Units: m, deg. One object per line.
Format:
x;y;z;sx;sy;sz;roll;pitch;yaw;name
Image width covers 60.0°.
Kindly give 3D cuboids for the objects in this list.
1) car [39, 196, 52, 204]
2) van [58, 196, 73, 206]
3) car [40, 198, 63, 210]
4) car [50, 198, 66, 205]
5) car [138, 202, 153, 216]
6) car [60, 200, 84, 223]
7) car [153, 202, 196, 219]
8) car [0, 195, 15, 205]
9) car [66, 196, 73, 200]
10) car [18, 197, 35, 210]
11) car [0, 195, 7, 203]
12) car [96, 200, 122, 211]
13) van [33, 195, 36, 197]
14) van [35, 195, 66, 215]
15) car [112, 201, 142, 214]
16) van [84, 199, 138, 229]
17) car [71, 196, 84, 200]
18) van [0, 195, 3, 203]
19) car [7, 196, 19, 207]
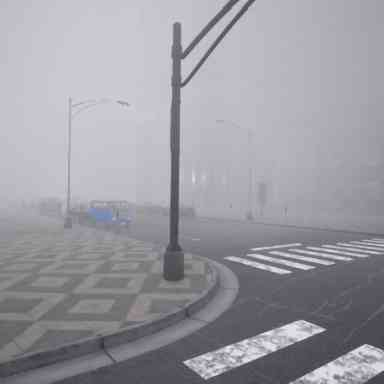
-33.353;1.817;75.793;1.967;1.590;4.097;1;-1;-35;car
-23.780;1.654;62.260;1.690;1.788;3.998;1;-1;-35;van
-19.708;1.657;46.507;1.837;1.490;4.892;1;-1;-35;car
-26.973;1.885;66.769;2.008;1.369;4.403;1;-1;-35;car
-4.637;1.730;35.192;1.887;1.381;4.507;1;-1;-35;car
-8.442;1.559;25.759;1.887;1.381;4.507;1;-1;-35;car
-1.446;1.709;30.681;1.887;1.381;4.507;1;-1;-35;car
-37.042;1.729;66.226;1.752;1.417;4.829;1;-1;-35;car
-20.589;1.606;57.750;2.192;1.841;5.009;1;-1;-35;car
-21.197;1.680;43.806;1.802;1.307;4.206;1;-1;-35;car
-43.516;1.563;75.391;2.192;1.841;5.009;1;-1;-35;car
-11.116;1.753;44.353;1.752;1.417;4.829;1;-1;-35;car
-36.542;1.739;80.304;1.690;1.788;3.998;1;-1;-35;van
-14.817;1.397;34.784;1.690;1.788;3.998;1;-1;-35;van
-7.828;1.751;39.703;1.887;1.381;4.507;1;-1;-35;car
-5.251;1.335;21.249;1.690;1.788;3.998;1;-1;-35;van
-17.400;1.815;53.236;1.887;1.381;4.507;1;-1;-35;car
-46.705;1.611;79.902;1.690;1.788;3.998;1;-1;-35;van
-27.574;1.691;52.830;2.008;1.369;4.403;1;-1;-35;car
